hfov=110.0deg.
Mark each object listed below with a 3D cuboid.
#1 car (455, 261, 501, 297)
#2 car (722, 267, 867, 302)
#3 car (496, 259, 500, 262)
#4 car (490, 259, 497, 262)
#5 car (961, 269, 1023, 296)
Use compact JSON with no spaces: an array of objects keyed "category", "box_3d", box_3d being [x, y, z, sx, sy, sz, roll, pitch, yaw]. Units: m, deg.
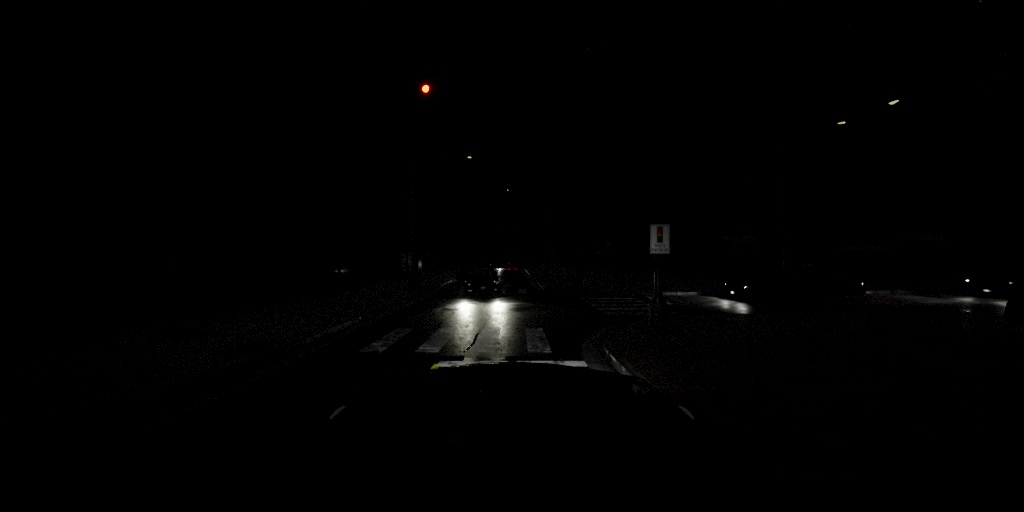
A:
[{"category":"car","box_3d":[-1.968,1.227,19.269,1.882,1.535,5.008,0,0,-14]},{"category":"car","box_3d":[12.451,1.218,15.951,5.357,1.411,2.033,0,0,0]},{"category":"car","box_3d":[-2.823,1.289,58.642,1.837,1.490,4.892,0,-1,1]},{"category":"car","box_3d":[-2.868,1.305,35.266,2.033,1.411,5.357,0,0,0]},{"category":"car","box_3d":[23.359,1.214,15.990,4.718,1.301,1.895,0,0,0]}]
